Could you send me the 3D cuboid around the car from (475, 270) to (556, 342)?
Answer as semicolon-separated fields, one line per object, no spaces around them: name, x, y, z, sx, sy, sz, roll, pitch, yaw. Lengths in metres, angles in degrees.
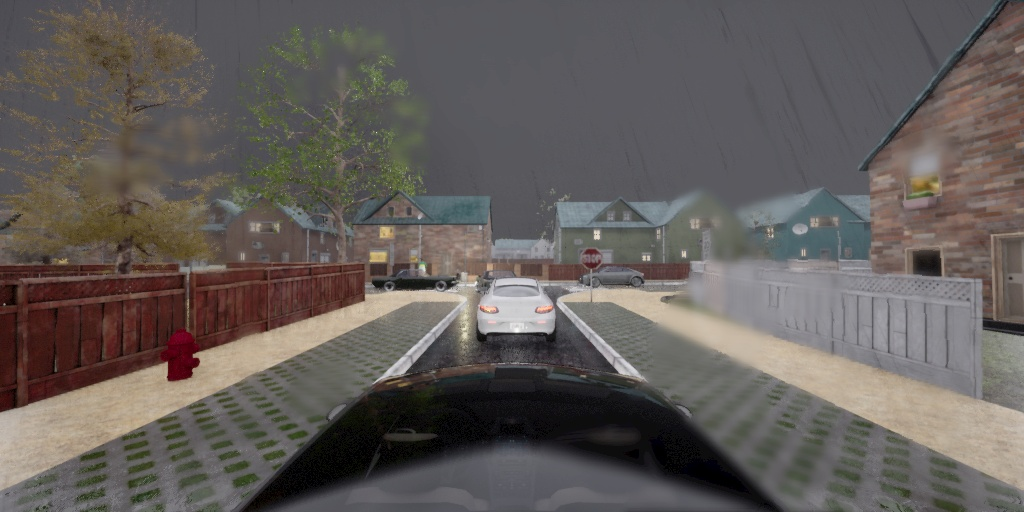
car;0.097;1.279;9.713;1.812;1.442;4.674;0;0;0

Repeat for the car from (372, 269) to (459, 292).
car;-5.496;1.416;20.913;4.718;1.301;1.895;-1;-1;1

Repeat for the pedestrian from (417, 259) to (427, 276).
pedestrian;-6.718;1.119;26.797;0.375;1.860;0.375;0;-1;1

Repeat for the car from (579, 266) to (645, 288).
car;6.523;1.344;23.712;4.181;1.385;1.994;0;-1;1
